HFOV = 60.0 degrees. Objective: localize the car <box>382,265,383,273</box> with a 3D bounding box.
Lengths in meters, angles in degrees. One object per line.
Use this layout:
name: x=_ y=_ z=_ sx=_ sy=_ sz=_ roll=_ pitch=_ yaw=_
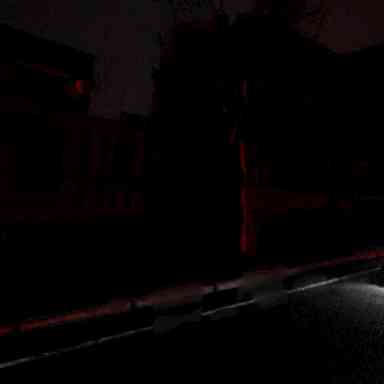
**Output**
car: x=7.338 y=1.581 z=9.005 sx=5.357 sy=1.411 sz=2.033 roll=0 pitch=0 yaw=-34
